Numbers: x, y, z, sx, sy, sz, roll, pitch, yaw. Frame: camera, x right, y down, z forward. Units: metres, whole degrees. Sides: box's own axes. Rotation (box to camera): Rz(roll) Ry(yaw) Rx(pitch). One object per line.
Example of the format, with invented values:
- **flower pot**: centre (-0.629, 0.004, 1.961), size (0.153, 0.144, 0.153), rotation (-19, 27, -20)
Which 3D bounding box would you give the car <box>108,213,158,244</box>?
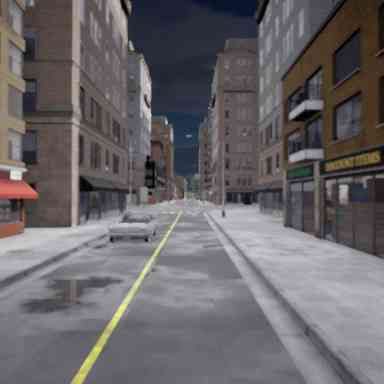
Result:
- **car**: centre (-2.864, 1.746, 16.918), size (1.895, 1.301, 4.718), rotation (0, -1, 0)
